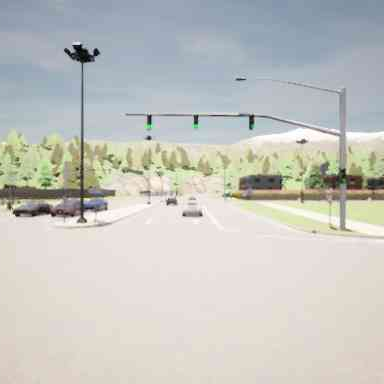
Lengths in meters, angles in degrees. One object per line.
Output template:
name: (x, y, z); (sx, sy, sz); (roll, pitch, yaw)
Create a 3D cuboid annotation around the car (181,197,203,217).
car: (0.022, 1.540, 31.956); (1.812, 1.442, 4.674); (0, 0, 0)

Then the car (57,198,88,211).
car: (-14.970, 1.564, 42.026); (2.033, 1.411, 5.357); (0, 0, 0)

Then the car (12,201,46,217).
car: (-15.055, 1.560, 31.968); (2.033, 1.411, 5.357); (0, 0, 0)

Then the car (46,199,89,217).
car: (-11.560, 1.576, 31.145); (1.994, 1.385, 4.181); (0, 0, 0)

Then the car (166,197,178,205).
car: (-3.459, 1.517, 57.387); (2.128, 1.511, 4.902); (0, 0, 0)

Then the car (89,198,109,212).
car: (-11.494, 1.494, 40.109); (1.882, 1.535, 5.008); (0, 0, 1)
